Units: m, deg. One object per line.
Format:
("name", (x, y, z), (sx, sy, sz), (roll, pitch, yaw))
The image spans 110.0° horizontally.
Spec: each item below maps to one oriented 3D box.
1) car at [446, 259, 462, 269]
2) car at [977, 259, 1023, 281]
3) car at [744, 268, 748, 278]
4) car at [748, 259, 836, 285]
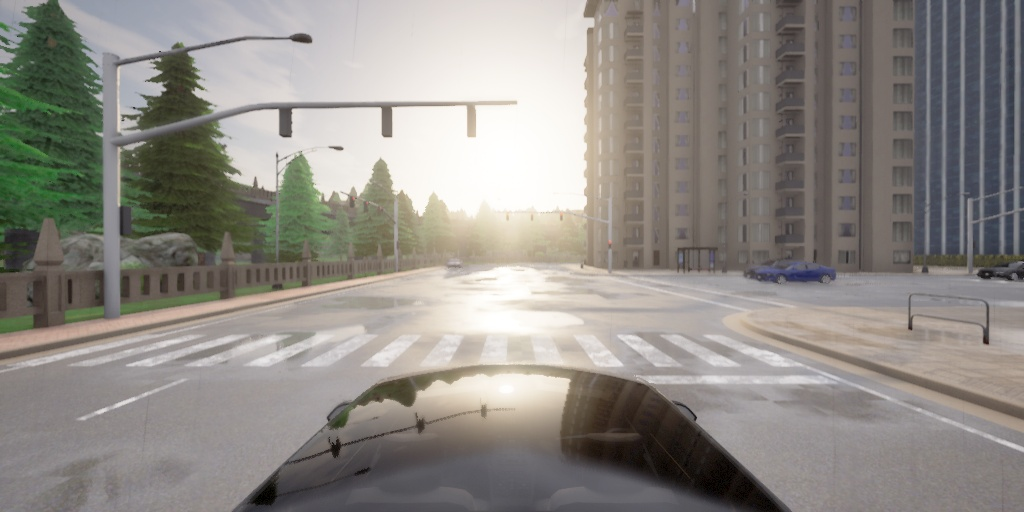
("car", (-8.212, 1.117, 51.283), (1.882, 1.535, 5.008), (0, 1, -3))
("car", (41.029, 1.241, 29.161), (4.892, 1.490, 1.837), (0, 0, -1))
("car", (21.388, 1.070, 29.008), (4.553, 1.767, 2.097), (0, 0, -1))
("car", (20.069, 1.207, 25.495), (5.008, 1.535, 1.882), (-1, 0, -1))
